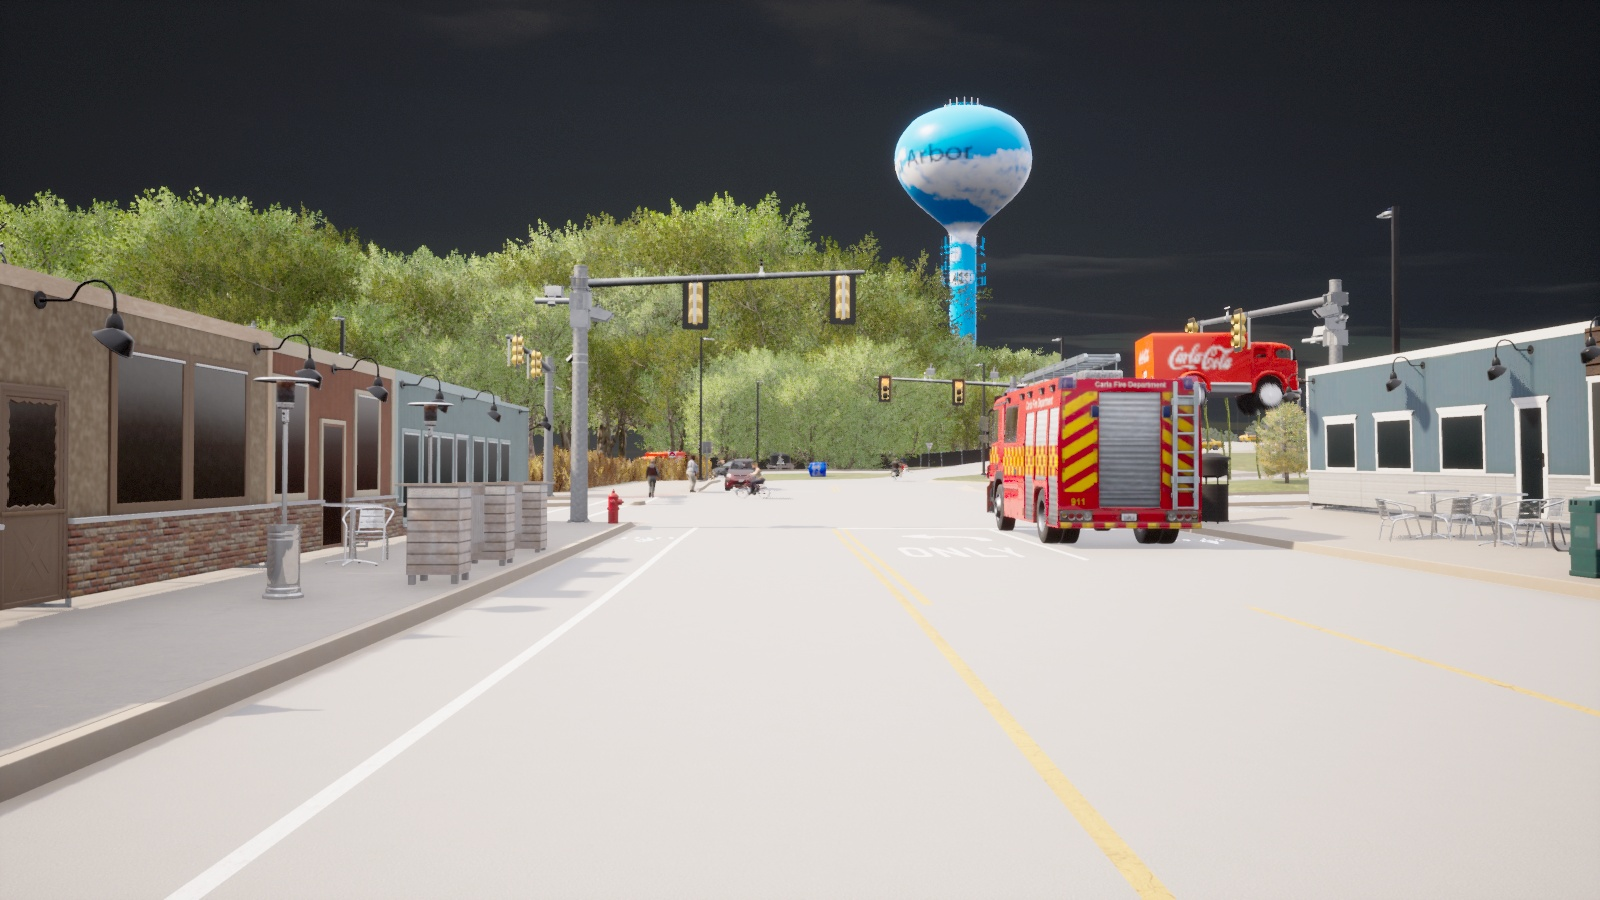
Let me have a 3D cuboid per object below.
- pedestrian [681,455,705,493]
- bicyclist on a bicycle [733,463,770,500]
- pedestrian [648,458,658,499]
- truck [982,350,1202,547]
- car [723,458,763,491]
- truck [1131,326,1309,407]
[{"bbox_3d":[-5.259,1.194,61.600,0.900,1.855,0.874,0,-1,-27],"label":"pedestrian"},{"bbox_3d":[-2.111,1.359,54.879,1.509,1.612,0.866,0,0,4],"label":"bicyclist on a bicycle"},{"bbox_3d":[-6.773,1.324,57.794,0.376,1.854,0.720,0,-1,-2],"label":"pedestrian"},{"bbox_3d":[6.313,0.008,28.718,2.891,3.827,8.468,0,-1,-1],"label":"truck"},{"bbox_3d":[-2.920,1.247,64.968,1.851,1.617,3.988,0,1,0],"label":"car"},{"bbox_3d":[14.459,-2.840,43.499,5.204,2.467,2.627,0,-3,0],"label":"truck"}]
